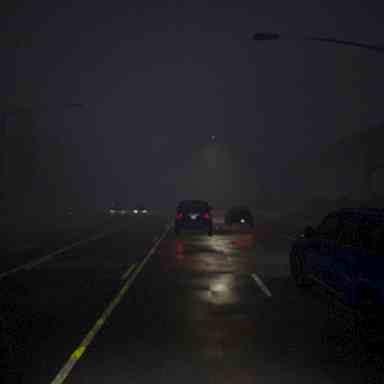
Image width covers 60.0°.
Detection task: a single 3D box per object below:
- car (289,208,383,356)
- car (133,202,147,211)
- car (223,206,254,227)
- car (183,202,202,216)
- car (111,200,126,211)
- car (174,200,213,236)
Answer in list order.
[{"bbox_3d":[3.599,1.302,6.319,2.150,2.045,5.566,0,-1,0],"label":"car"},{"bbox_3d":[-7.998,2.226,51.621,1.994,1.385,4.181,0,-1,-7],"label":"car"},{"bbox_3d":[3.596,1.833,26.039,1.837,1.490,4.892,0,-1,0],"label":"car"},{"bbox_3d":[-0.016,2.007,40.974,2.128,1.511,4.902,0,-1,-2],"label":"car"},{"bbox_3d":[-11.722,2.041,53.043,2.097,1.767,4.553,0,-1,-8],"label":"car"},{"bbox_3d":[0.091,1.481,20.519,2.150,2.045,5.566,0,-1,0],"label":"car"}]
